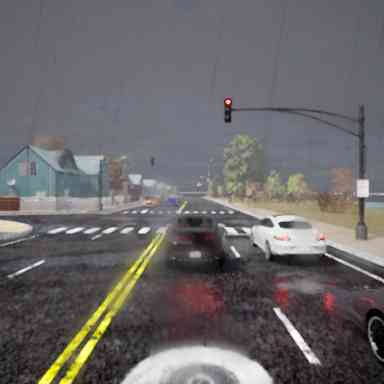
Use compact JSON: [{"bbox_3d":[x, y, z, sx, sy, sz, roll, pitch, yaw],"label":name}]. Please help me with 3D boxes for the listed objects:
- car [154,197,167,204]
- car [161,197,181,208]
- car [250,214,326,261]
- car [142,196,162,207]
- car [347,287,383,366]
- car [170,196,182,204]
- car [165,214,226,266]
[{"bbox_3d":[-6.398,1.719,67.506,2.033,1.411,5.357,0,0,0],"label":"car"},{"bbox_3d":[-3.241,1.604,52.082,1.882,1.535,5.008,0,0,0],"label":"car"},{"bbox_3d":[3.366,1.548,12.256,1.812,1.442,4.674,0,0,0],"label":"car"},{"bbox_3d":[-6.489,1.479,52.389,2.097,1.767,4.553,0,0,0],"label":"car"},{"bbox_3d":[3.350,1.552,2.706,2.033,1.411,5.357,0,0,-1],"label":"car"},{"bbox_3d":[-3.152,1.686,67.527,2.128,1.511,4.902,0,0,0],"label":"car"},{"bbox_3d":[0.113,1.523,11.611,1.837,1.490,4.892,0,-1,1],"label":"car"}]
